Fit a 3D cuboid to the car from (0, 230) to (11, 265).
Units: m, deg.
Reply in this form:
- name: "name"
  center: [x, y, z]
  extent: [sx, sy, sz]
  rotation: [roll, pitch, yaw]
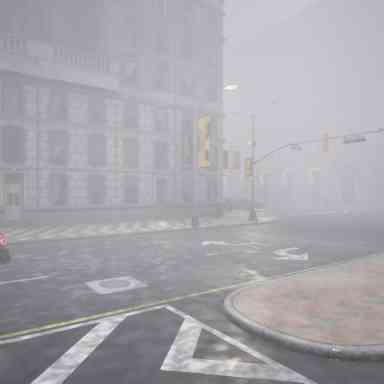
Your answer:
- name: "car"
  center: [-7.329, 1.352, 8.599]
  extent: [4.553, 1.767, 2.097]
  rotation: [0, 0, -35]

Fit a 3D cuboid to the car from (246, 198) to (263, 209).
- name: "car"
  center: [7.371, 1.547, 46.347]
  extent: [2.033, 1.411, 5.357]
  rotation: [0, 0, -36]

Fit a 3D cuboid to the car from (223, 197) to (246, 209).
- name: "car"
  center: [4.497, 1.505, 44.358]
  extent: [1.837, 1.490, 4.892]
  rotation: [0, 0, -36]
